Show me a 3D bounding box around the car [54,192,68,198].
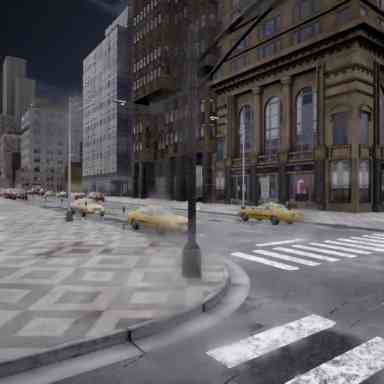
[{"bbox_3d":[-24.423,0.573,63.537,1.802,1.307,4.206,1,0,-35],"label":"car"}]

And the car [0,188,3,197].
[{"bbox_3d":[-37.937,0.215,67.833,1.967,1.590,4.097,1,0,-35],"label":"car"}]

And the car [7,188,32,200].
[{"bbox_3d":[-28.072,0.349,53.971,2.192,1.841,5.009,2,0,-35],"label":"car"}]

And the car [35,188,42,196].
[{"bbox_3d":[-34.276,0.050,77.398,2.192,1.841,5.009,1,0,-35],"label":"car"}]

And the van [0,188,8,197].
[{"bbox_3d":[-41.221,0.032,72.454,1.690,1.788,3.998,1,0,-35],"label":"van"}]

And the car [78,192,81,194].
[{"bbox_3d":[-17.849,0.712,54.297,1.887,1.381,4.507,1,0,-35],"label":"car"}]

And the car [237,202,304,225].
[{"bbox_3d":[5.060,1.329,22.092,1.752,1.417,4.829,1,0,-35],"label":"car"}]

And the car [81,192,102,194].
[{"bbox_3d":[-14.559,0.697,49.676,1.967,1.590,4.097,1,0,-35],"label":"car"}]

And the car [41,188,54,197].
[{"bbox_3d":[-31.093,0.342,72.916,1.752,1.417,4.829,1,0,-35],"label":"car"}]

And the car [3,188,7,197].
[{"bbox_3d":[-31.359,0.262,58.592,2.192,1.841,5.009,1,0,-35],"label":"car"}]

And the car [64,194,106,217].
[{"bbox_3d":[-8.257,1.106,26.108,1.752,1.417,4.829,2,0,-35],"label":"car"}]

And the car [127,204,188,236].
[{"bbox_3d":[-1.684,1.291,16.866,1.752,1.417,4.829,2,0,-35],"label":"car"}]
